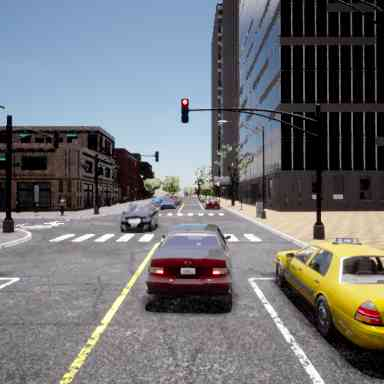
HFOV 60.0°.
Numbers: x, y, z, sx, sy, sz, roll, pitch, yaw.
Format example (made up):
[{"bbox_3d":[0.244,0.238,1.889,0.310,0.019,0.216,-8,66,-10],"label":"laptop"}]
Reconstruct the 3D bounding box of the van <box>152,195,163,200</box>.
[{"bbox_3d":[-5.687,1.362,55.237,1.690,1.788,3.998,1,0,0],"label":"van"}]

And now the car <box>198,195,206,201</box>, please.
[{"bbox_3d":[2.683,1.580,88.434,1.887,1.381,4.507,1,0,0],"label":"car"}]

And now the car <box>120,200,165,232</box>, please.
[{"bbox_3d":[-3.106,1.498,20.327,2.128,1.511,4.902,0,0,0],"label":"car"}]

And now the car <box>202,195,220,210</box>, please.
[{"bbox_3d":[2.694,1.456,44.155,1.967,1.590,4.097,1,0,0],"label":"car"}]

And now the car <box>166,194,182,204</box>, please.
[{"bbox_3d":[-3.094,1.373,57.731,2.097,1.767,4.553,0,0,0],"label":"car"}]

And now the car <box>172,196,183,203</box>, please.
[{"bbox_3d":[-3.015,1.552,70.706,2.128,1.511,4.902,0,0,0],"label":"car"}]

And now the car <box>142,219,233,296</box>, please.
[{"bbox_3d":[0.074,1.550,8.828,2.033,1.411,5.357,0,0,3],"label":"car"}]

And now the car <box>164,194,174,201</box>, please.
[{"bbox_3d":[-5.692,1.348,82.909,2.192,1.841,5.009,1,0,0],"label":"car"}]

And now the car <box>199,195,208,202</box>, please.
[{"bbox_3d":[2.686,1.556,77.534,1.752,1.417,4.829,1,0,0],"label":"car"}]

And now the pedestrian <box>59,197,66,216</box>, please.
[{"bbox_3d":[-12.551,1.369,32.147,0.375,1.860,0.375,0,0,1],"label":"pedestrian"}]

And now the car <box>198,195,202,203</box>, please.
[{"bbox_3d":[2.687,1.553,72.000,1.752,1.417,4.829,1,0,0],"label":"car"}]

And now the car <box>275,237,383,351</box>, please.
[{"bbox_3d":[2.837,1.527,6.377,1.752,1.417,4.829,1,0,0],"label":"car"}]

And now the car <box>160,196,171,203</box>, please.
[{"bbox_3d":[-5.694,1.594,71.840,1.947,1.339,4.313,1,0,0],"label":"car"}]

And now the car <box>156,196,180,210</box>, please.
[{"bbox_3d":[-3.109,1.563,44.116,2.033,1.411,5.357,0,0,0],"label":"car"}]

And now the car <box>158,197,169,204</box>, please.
[{"bbox_3d":[-5.693,1.607,66.306,1.802,1.307,4.206,1,0,0],"label":"car"}]
